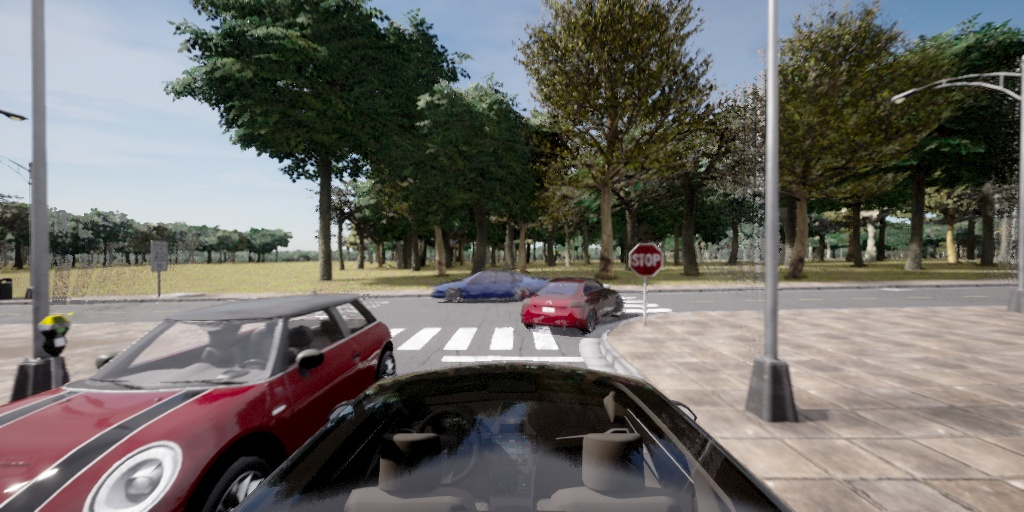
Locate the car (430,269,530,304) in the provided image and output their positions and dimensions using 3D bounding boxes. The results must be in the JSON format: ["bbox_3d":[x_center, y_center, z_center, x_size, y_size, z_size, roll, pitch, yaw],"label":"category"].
[{"bbox_3d":[-0.886,1.324,16.273,5.357,1.411,2.033,-1,1,0],"label":"car"}]

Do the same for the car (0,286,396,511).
[{"bbox_3d":[-2.635,1.196,3.507,1.967,1.591,4.097,0,0,0],"label":"car"}]

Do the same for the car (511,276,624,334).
[{"bbox_3d":[1.971,1.332,11.046,1.994,1.385,4.181,-1,0,31],"label":"car"}]
